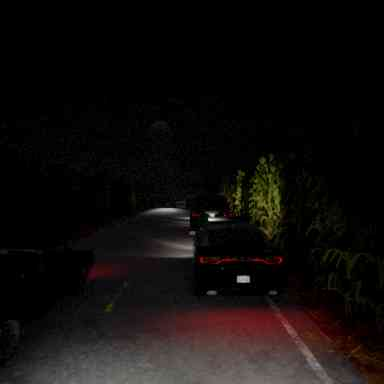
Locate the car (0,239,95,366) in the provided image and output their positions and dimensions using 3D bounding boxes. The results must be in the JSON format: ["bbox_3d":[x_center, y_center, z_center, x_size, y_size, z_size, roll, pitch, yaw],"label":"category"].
[{"bbox_3d":[-3.299,1.600,5.889,1.895,1.301,4.718,0,0,0],"label":"car"}]

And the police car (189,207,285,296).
[{"bbox_3d":[0.961,1.425,8.798,1.930,1.638,5.238,0,0,0],"label":"police car"}]

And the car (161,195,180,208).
[{"bbox_3d":[-3.286,1.489,47.795,2.128,1.511,4.902,0,0,0],"label":"car"}]

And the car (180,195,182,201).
[{"bbox_3d":[-3.151,1.475,80.592,1.882,1.535,5.008,0,0,0],"label":"car"}]

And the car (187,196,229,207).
[{"bbox_3d":[0.964,1.220,18.718,2.150,2.045,5.566,0,0,0],"label":"car"}]

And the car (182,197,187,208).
[{"bbox_3d":[0.025,1.546,46.780,2.033,1.411,5.357,0,0,1],"label":"car"}]

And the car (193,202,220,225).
[{"bbox_3d":[0.965,1.525,24.688,1.812,1.442,4.674,0,0,0],"label":"car"}]
